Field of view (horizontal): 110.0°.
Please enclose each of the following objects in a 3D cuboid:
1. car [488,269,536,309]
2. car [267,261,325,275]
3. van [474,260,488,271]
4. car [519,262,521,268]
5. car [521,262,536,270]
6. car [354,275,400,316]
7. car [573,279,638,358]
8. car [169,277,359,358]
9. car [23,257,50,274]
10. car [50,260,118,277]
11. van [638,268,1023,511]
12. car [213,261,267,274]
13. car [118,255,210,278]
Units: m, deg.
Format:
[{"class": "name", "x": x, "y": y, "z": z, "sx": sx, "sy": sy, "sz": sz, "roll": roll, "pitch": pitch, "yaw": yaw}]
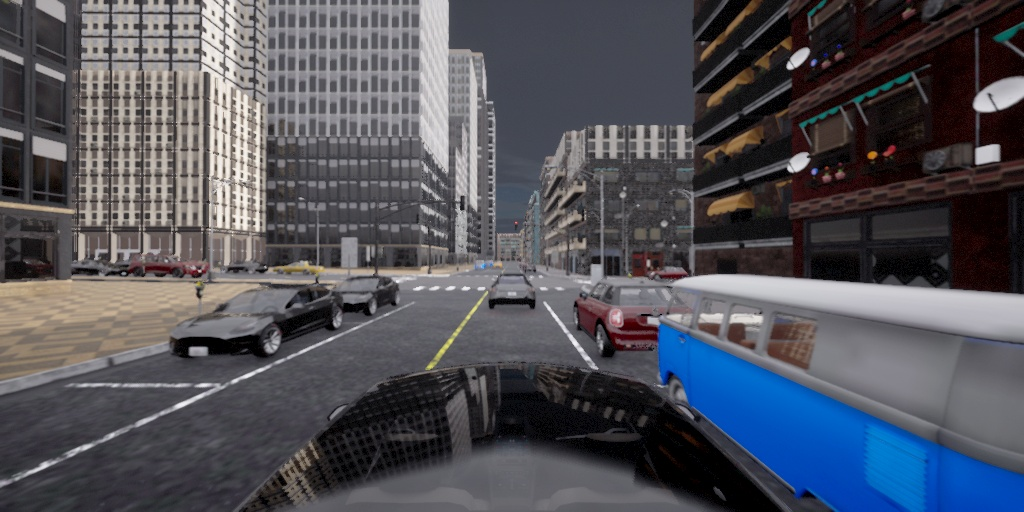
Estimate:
[{"class": "car", "x": 0.001, "y": 1.450, "z": 15.856, "sx": 1.994, "sy": 1.385, "sz": 4.181, "roll": 0, "pitch": -1, "yaw": 0}, {"class": "car", "x": -22.046, "y": 1.221, "z": 37.033, "sx": 4.829, "sy": 1.417, "sz": 1.751, "roll": 0, "pitch": 0, "yaw": -1}, {"class": "van", "x": -5.692, "y": 1.694, "z": 63.541, "sx": 1.690, "sy": 1.789, "sz": 3.998, "roll": 0, "pitch": 0, "yaw": 0}, {"class": "car", "x": 2.688, "y": 1.898, "z": 63.542, "sx": 1.888, "sy": 1.381, "sz": 4.507, "roll": 0, "pitch": 0, "yaw": 0}, {"class": "car", "x": 2.689, "y": 1.819, "z": 53.576, "sx": 1.948, "sy": 1.339, "sz": 4.313, "roll": 0, "pitch": 0, "yaw": 0}, {"class": "car", "x": -5.691, "y": 1.433, "z": 13.932, "sx": 1.948, "sy": 1.339, "sz": 4.313, "roll": 0, "pitch": 0, "yaw": 0}, {"class": "car", "x": 2.690, "y": 1.256, "z": 8.687, "sx": 1.967, "sy": 1.591, "sz": 4.097, "roll": 0, "pitch": 0, "yaw": 0}, {"class": "car", "x": -5.690, "y": 1.383, "z": 8.686, "sx": 1.948, "sy": 1.339, "sz": 4.313, "roll": 0, "pitch": 0, "yaw": 0}, {"class": "car", "x": -38.624, "y": 0.869, "z": 28.379, "sx": 4.507, "sy": 1.381, "sz": 1.888, "roll": 0, "pitch": 0, "yaw": -1}, {"class": "car", "x": -33.006, "y": 0.995, "z": 28.442, "sx": 4.313, "sy": 1.339, "sz": 1.948, "roll": 0, "pitch": 0, "yaw": -1}, {"class": "van", "x": 2.690, "y": 1.104, "z": 3.137, "sx": 1.690, "sy": 1.789, "sz": 3.998, "roll": 0, "pitch": 0, "yaw": 0}, {"class": "car", "x": -27.490, "y": 1.155, "z": 36.884, "sx": 4.313, "sy": 1.339, "sz": 1.948, "roll": 0, "pitch": 0, "yaw": -1}, {"class": "car", "x": -27.387, "y": 0.849, "z": 28.504, "sx": 5.009, "sy": 1.841, "sz": 2.192, "roll": 0, "pitch": 0, "yaw": -1}]
